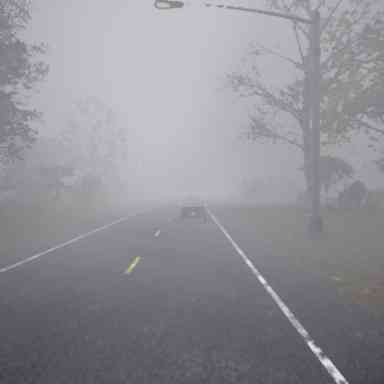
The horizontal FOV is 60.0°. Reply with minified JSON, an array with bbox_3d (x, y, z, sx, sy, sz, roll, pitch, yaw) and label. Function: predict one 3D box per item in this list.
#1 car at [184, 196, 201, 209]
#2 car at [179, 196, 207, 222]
[{"bbox_3d":[0.081,1.234,41.159,1.994,1.385,4.181,0,1,0],"label":"car"},{"bbox_3d":[0.088,1.288,24.777,1.882,1.535,5.008,0,1,0],"label":"car"}]
